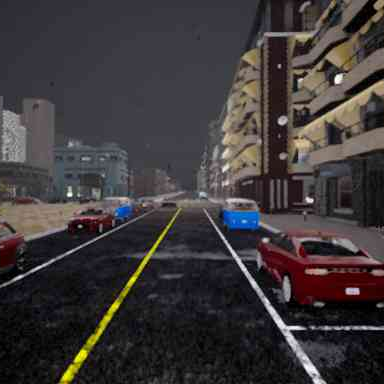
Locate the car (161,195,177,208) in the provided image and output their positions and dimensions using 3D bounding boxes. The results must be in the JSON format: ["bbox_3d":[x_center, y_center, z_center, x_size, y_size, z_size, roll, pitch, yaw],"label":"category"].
[{"bbox_3d":[-2.998,1.454,44.953,1.994,1.385,4.181,0,0,0],"label":"car"}]

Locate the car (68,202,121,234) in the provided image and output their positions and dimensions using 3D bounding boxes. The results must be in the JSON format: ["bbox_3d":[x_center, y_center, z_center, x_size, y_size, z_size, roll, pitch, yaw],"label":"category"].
[{"bbox_3d":[-5.645,1.502,19.074,1.887,1.381,4.507,1,0,0],"label":"car"}]

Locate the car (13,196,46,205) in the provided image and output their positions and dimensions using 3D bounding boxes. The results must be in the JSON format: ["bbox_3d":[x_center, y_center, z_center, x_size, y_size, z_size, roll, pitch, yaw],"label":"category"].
[{"bbox_3d":[-26.373,1.351,53.426,4.097,1.590,1.967,0,0,1],"label":"car"}]

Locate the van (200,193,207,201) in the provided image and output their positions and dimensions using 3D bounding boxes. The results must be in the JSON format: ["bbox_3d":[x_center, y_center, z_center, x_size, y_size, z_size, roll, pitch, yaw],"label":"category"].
[{"bbox_3d":[2.710,1.104,79.755,1.690,1.788,3.998,1,0,0],"label":"van"}]

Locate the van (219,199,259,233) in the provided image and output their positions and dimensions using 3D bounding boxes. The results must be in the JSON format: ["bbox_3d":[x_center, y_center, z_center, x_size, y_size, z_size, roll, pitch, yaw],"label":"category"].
[{"bbox_3d":[2.706,1.299,19.106,1.690,1.788,3.998,1,0,0],"label":"van"}]

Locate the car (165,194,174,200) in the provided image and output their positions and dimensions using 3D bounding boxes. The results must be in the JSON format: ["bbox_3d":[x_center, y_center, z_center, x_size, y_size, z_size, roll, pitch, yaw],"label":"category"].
[{"bbox_3d":[-5.672,1.287,85.302,1.887,1.381,4.507,1,0,0],"label":"car"}]

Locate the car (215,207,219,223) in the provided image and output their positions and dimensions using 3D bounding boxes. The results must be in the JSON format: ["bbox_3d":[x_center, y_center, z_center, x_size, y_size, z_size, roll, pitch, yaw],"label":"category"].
[{"bbox_3d":[2.703,1.509,24.752,1.947,1.339,4.313,1,0,0],"label":"car"}]

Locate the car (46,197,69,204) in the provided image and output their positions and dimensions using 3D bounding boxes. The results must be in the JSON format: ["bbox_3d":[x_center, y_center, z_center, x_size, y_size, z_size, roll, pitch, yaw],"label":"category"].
[{"bbox_3d":[-25.194,1.571,62.048,4.313,1.339,1.947,0,0,1],"label":"car"}]

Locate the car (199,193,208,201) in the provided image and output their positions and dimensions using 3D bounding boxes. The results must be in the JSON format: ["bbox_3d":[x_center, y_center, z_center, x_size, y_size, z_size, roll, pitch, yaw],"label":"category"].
[{"bbox_3d":[2.707,1.336,74.176,2.008,1.369,4.403,1,0,0],"label":"car"}]

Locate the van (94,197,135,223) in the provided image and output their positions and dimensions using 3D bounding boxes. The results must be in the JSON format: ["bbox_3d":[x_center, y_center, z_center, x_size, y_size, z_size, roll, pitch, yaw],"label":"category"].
[{"bbox_3d":[-5.642,1.284,24.719,1.690,1.788,3.998,1,0,0],"label":"van"}]

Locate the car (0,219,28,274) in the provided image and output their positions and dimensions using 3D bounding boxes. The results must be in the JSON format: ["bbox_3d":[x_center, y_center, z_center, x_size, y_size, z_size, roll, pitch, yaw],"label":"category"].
[{"bbox_3d":[-5.644,1.424,7.783,1.967,1.590,4.097,1,0,0],"label":"car"}]

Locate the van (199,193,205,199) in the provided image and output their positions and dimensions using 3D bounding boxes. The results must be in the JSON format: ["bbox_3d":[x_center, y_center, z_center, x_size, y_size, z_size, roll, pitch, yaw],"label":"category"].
[{"bbox_3d":[2.712,1.061,90.917,1.690,1.788,3.998,1,0,0],"label":"van"}]

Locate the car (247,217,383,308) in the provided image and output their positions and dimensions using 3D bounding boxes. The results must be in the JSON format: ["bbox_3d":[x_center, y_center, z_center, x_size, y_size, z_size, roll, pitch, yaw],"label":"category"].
[{"bbox_3d":[2.702,1.529,7.815,1.887,1.381,4.507,1,0,0],"label":"car"}]

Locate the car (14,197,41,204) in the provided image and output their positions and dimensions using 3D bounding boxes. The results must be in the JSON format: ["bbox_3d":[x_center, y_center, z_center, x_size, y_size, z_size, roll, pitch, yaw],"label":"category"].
[{"bbox_3d":[-30.674,1.613,62.123,4.206,1.307,1.802,0,0,1],"label":"car"}]

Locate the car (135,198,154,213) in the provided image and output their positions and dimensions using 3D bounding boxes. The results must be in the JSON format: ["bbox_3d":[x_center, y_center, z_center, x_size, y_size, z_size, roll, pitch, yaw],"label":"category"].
[{"bbox_3d":[-5.642,1.352,36.011,1.967,1.590,4.097,1,0,0],"label":"car"}]

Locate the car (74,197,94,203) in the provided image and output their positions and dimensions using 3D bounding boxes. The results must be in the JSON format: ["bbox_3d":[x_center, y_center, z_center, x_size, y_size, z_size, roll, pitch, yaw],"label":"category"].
[{"bbox_3d":[-19.713,1.531,61.972,4.403,1.369,2.008,0,0,1],"label":"car"}]
